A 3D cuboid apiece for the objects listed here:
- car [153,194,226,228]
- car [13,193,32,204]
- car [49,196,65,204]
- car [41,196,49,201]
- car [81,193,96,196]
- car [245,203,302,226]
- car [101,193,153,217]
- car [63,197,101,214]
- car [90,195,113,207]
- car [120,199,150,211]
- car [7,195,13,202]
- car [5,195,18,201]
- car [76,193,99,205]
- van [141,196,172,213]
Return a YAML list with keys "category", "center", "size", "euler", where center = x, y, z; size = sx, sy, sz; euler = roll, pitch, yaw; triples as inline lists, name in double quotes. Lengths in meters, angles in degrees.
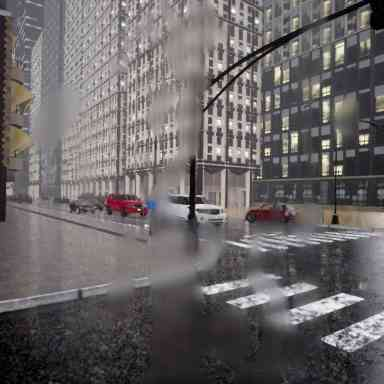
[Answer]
- category: "car"
  center: [-0.139, 1.170, 22.215]
  size: [2.150, 2.045, 5.566]
  euler: [1, -1, -35]
- category: "car"
  center: [-30.537, 1.156, 60.519]
  size: [2.192, 1.841, 5.009]
  euler: [1, -1, -35]
- category: "car"
  center: [-24.195, 1.505, 61.610]
  size: [2.033, 1.411, 5.357]
  euler: [1, -1, -38]
- category: "car"
  center: [-36.800, 1.571, 83.786]
  size: [1.802, 1.307, 4.206]
  euler: [1, -1, -35]
- category: "car"
  center: [-15.871, 1.323, 49.876]
  size: [2.097, 1.767, 4.553]
  euler: [1, -1, -36]
- category: "car"
  center: [5.740, 1.505, 23.932]
  size: [1.967, 1.590, 4.097]
  euler: [1, -1, -35]
- category: "car"
  center: [-6.115, 1.155, 30.621]
  size: [2.150, 2.045, 5.566]
  euler: [1, -1, -35]
- category: "car"
  center: [-10.909, 1.427, 32.890]
  size: [2.008, 1.369, 4.403]
  euler: [1, -1, -35]
- category: "car"
  center: [-14.464, 1.380, 53.093]
  size: [2.097, 1.767, 4.553]
  euler: [1, -1, -35]
- category: "car"
  center: [-7.351, 1.585, 42.348]
  size: [2.008, 1.369, 4.403]
  euler: [1, -1, -35]
- category: "car"
  center: [-37.085, 1.397, 69.725]
  size: [1.947, 1.339, 4.313]
  euler: [1, -1, -35]
- category: "car"
  center: [-40.357, 1.379, 74.329]
  size: [2.008, 1.369, 4.403]
  euler: [1, -1, -35]
- category: "car"
  center: [-18.557, 1.249, 58.845]
  size: [2.150, 2.045, 5.566]
  euler: [1, -1, -35]
- category: "van"
  center: [-4.075, 1.382, 37.746]
  size: [1.690, 1.788, 3.998]
  euler: [1, -1, -35]
